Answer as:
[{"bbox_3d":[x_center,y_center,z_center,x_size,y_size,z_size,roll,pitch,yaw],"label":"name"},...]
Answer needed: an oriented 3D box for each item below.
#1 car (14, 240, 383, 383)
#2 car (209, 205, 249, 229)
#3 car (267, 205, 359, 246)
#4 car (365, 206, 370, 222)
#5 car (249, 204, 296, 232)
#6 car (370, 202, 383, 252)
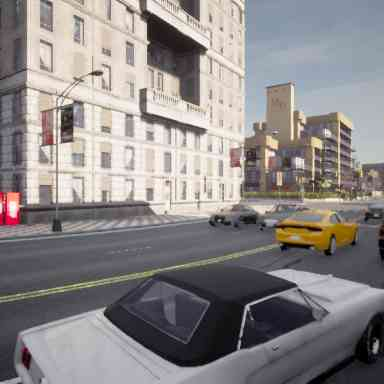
[{"bbox_3d":[0.619,1.598,4.073,4.718,1.301,1.895,0,0,-38],"label":"car"},{"bbox_3d":[2.872,1.550,21.723,1.994,1.385,4.181,0,0,37],"label":"car"},{"bbox_3d":[5.176,1.471,13.366,1.882,1.535,5.008,0,-1,41],"label":"car"},{"bbox_3d":[14.660,1.515,25.781,1.812,1.442,4.674,0,0,36],"label":"car"},{"bbox_3d":[5.572,1.481,19.497,2.128,1.511,4.902,0,0,37],"label":"car"},{"bbox_3d":[8.043,1.218,11.406,2.150,2.045,5.566,0,0,40],"label":"car"}]
